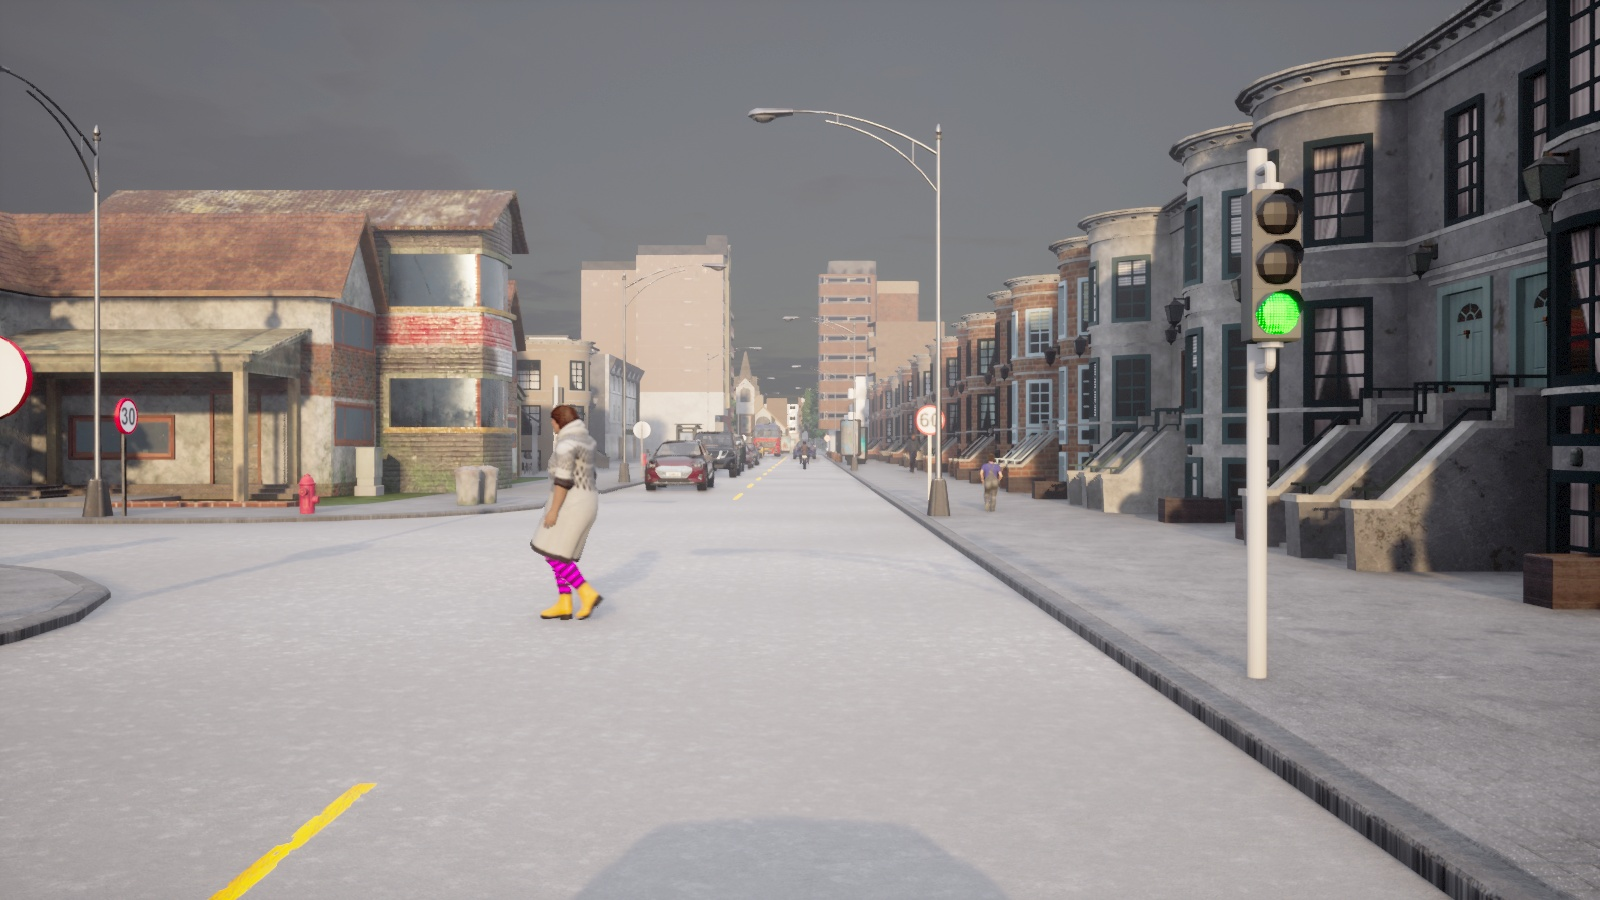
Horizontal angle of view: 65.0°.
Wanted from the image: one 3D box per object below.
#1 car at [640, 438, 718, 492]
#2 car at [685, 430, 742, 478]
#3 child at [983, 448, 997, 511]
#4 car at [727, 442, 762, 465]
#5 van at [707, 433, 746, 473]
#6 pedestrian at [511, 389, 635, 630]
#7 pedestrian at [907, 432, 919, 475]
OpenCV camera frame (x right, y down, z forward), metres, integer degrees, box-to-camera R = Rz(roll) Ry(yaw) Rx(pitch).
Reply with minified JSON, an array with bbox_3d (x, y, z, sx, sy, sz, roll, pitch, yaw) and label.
[{"bbox_3d":[-3.854,0.450,40.823,2.033,1.649,4.856,0,0,0],"label":"car"},{"bbox_3d":[-3.804,0.156,55.888,2.150,2.045,5.566,0,0,0],"label":"car"},{"bbox_3d":[3.869,0.599,25.570,0.270,1.263,0.437,0,0,5],"label":"child"},{"bbox_3d":[-3.697,0.235,84.881,2.128,1.511,4.902,0,0,0],"label":"car"},{"bbox_3d":[-3.769,0.139,65.184,1.775,1.987,4.442,0,0,0],"label":"van"},{"bbox_3d":[-1.894,0.482,10.565,0.873,1.952,0.659,0,0,6],"label":"pedestrian"},{"bbox_3d":[5.200,0.144,57.813,0.423,1.949,0.788,0,0,-7],"label":"pedestrian"}]
